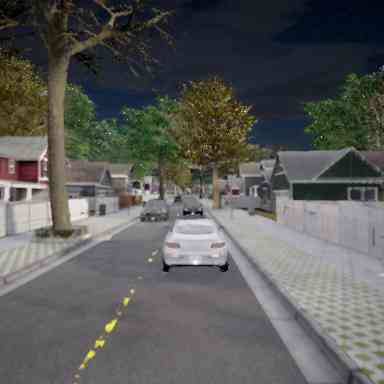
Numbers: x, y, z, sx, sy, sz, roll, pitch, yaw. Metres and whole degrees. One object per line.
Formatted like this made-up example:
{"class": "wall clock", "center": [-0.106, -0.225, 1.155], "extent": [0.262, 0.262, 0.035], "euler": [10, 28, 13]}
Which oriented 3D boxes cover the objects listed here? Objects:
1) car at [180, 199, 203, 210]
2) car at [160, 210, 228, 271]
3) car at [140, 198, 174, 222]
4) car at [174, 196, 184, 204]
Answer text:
{"class": "car", "center": [0.091, 1.639, 32.423], "extent": [1.895, 1.301, 4.718], "euler": [0, 0, 0]}
{"class": "car", "center": [0.090, 1.536, 10.814], "extent": [1.812, 1.442, 4.674], "euler": [0, 0, 0]}
{"class": "car", "center": [-2.855, 1.381, 26.615], "extent": [2.097, 1.767, 4.553], "euler": [0, 0, 0]}
{"class": "car", "center": [-2.768, 1.600, 67.836], "extent": [1.837, 1.490, 4.892], "euler": [0, 0, 0]}
